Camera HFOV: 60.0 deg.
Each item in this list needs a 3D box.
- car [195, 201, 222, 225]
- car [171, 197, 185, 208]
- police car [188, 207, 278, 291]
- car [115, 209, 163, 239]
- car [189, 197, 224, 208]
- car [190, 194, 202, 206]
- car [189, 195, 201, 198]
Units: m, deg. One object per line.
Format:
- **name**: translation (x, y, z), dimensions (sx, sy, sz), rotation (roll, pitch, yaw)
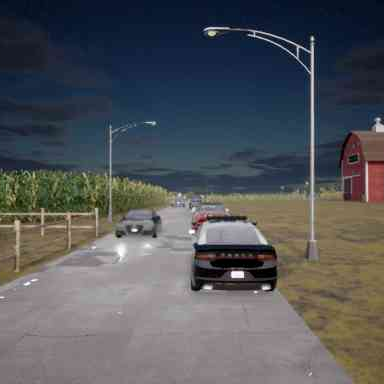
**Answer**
- **car**: translation (1.119, 1.529, 25.046), dimensions (1.837, 1.490, 4.892), rotation (0, 0, 1)
- **car**: translation (-2.134, 1.514, 52.116), dimensions (2.097, 1.767, 4.553), rotation (0, -1, 1)
- **police car**: translation (0.931, 1.431, 9.153), dimensions (1.930, 1.638, 5.238), rotation (0, 0, 1)
- **car**: translation (-2.646, 1.578, 17.399), dimensions (1.994, 1.385, 4.181), rotation (0, 0, 1)
- **car**: translation (1.047, 1.367, 19.014), dimensions (2.097, 1.767, 4.553), rotation (0, 0, 1)
- **car**: translation (0.716, 1.486, 60.644), dimensions (2.150, 2.045, 5.566), rotation (0, -1, 1)
- **car**: translation (0.559, 1.601, 46.486), dimensions (2.128, 1.511, 4.902), rotation (0, 0, 1)
